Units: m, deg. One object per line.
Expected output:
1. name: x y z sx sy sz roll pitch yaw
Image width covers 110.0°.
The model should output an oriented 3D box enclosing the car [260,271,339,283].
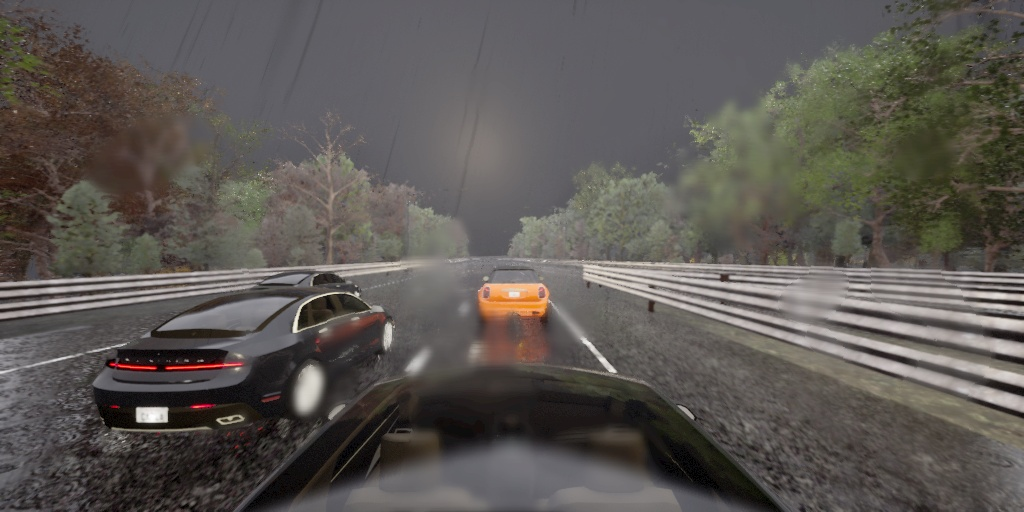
1. car: -6.946 1.257 12.478 1.837 1.490 4.892 0 0 0

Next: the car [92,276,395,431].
1. car: -3.413 1.255 5.816 1.837 1.490 4.892 0 0 0

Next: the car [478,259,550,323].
1. car: 0.054 1.102 12.235 2.097 1.767 4.553 0 0 0
